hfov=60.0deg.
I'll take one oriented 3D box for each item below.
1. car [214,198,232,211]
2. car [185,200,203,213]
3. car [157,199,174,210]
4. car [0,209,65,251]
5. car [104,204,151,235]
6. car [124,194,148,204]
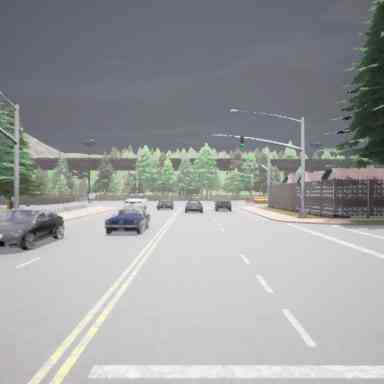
[{"bbox_3d":[3.740,1.518,40.410,1.837,1.490,4.892,0,0,1],"label":"car"},{"bbox_3d":[0.216,1.576,36.965,1.994,1.385,4.181,0,0,0],"label":"car"},{"bbox_3d":[-3.371,1.578,42.877,1.994,1.385,4.181,0,0,1],"label":"car"},{"bbox_3d":[-7.056,1.496,14.178,2.128,1.511,4.902,0,0,0],"label":"car"},{"bbox_3d":[-3.541,1.607,18.939,1.895,1.301,4.718,0,0,0],"label":"car"},{"bbox_3d":[-6.888,1.239,41.412,2.150,2.045,5.566,0,0,1],"label":"car"}]
